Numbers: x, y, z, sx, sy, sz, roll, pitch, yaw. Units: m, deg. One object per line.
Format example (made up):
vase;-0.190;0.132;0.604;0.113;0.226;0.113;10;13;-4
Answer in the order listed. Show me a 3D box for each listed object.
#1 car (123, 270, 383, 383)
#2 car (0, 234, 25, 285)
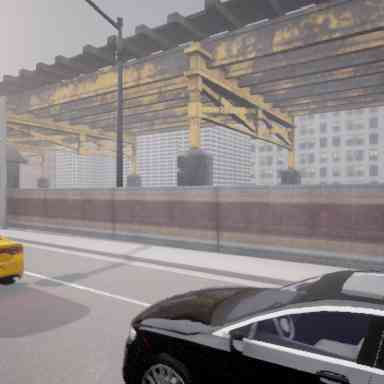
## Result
car;1.485;1.504;2.934;4.902;1.511;2.128;0;0;36
car;-6.206;1.502;8.376;5.008;1.535;1.882;0;0;36
